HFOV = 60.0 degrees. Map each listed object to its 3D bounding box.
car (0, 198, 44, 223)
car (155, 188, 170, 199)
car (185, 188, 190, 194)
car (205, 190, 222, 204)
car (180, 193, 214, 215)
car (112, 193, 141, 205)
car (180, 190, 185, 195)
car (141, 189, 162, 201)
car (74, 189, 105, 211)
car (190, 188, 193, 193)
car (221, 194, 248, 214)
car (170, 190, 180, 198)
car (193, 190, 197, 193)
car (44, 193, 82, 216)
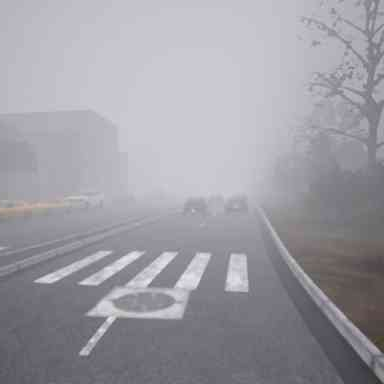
[{"bbox_3d":[-12.460,1.181,22.006,1.946,1.575,5.366,0,1,9],"label":"car"},{"bbox_3d":[-6.217,0.371,60.453,2.435,2.045,5.566,0,1,9],"label":"car"},{"bbox_3d":[-2.685,0.179,82.202,2.185,1.767,4.553,0,1,9],"label":"car"},{"bbox_3d":[3.262,0.878,44.811,1.812,1.442,4.674,0,1,10],"label":"car"},{"bbox_3d":[0.468,1.110,28.013,1.837,1.490,4.892,0,1,9],"label":"car"},{"bbox_3d":[-8.876,0.891,44.095,2.163,1.488,4.792,0,1,9],"label":"car"},{"bbox_3d":[-3.604,0.384,76.537,1.946,1.575,5.366,0,1,9],"label":"car"},{"bbox_3d":[-7.095,0.703,55.038,2.231,1.521,4.892,0,1,9],"label":"car"},{"bbox_3d":[-10.642,0.769,33.188,2.435,2.045,5.566,0,1,9],"label":"car"},{"bbox_3d":[-1.834,0.225,87.443,1.946,1.575,5.366,0,1,9],"label":"car"},{"bbox_3d":[3.968,1.126,29.427,1.994,1.385,4.181,0,1,10],"label":"car"},{"bbox_3d":[-4.761,0.488,69.764,2.231,1.521,4.892,0,1,10],"label":"car"},{"bbox_3d":[-0.925,-0.105,93.048,2.435,2.045,5.566,0,1,9],"label":"car"},{"bbox_3d":[-11.574,1.101,27.459,1.946,1.575,5.366,0,1,9],"label":"car"}]
